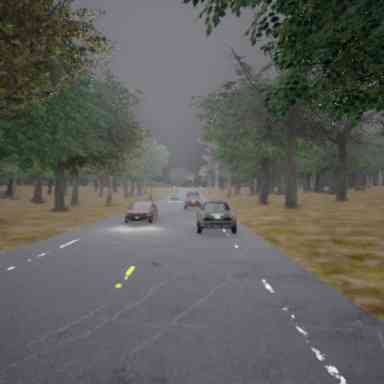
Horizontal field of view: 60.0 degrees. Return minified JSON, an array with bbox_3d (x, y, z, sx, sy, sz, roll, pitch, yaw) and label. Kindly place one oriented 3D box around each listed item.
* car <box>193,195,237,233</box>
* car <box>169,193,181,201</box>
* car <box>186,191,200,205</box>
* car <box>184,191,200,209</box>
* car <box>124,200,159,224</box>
[{"bbox_3d":[1.283,1.262,18.920,2.097,1.767,4.553,0,0,0],"label":"car"},{"bbox_3d":[-3.297,0.955,64.923,1.837,1.490,4.892,0,1,1],"label":"car"},{"bbox_3d":[0.150,0.842,52.768,2.150,2.045,5.566,0,1,0],"label":"car"},{"bbox_3d":[0.170,1.113,40.538,2.097,1.767,4.553,0,0,1],"label":"car"},{"bbox_3d":[-3.522,1.360,23.823,1.882,1.535,5.008,0,0,0],"label":"car"}]
